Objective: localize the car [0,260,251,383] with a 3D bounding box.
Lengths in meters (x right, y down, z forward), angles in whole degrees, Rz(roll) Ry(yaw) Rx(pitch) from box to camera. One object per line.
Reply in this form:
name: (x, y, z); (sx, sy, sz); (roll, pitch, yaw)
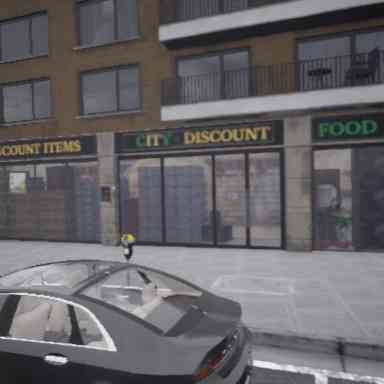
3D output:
car: (-1.603, 1.479, 3.614); (4.403, 1.369, 2.008); (-1, 2, 19)
